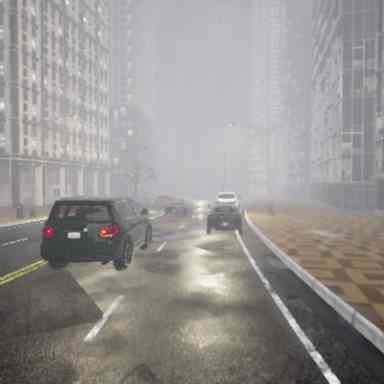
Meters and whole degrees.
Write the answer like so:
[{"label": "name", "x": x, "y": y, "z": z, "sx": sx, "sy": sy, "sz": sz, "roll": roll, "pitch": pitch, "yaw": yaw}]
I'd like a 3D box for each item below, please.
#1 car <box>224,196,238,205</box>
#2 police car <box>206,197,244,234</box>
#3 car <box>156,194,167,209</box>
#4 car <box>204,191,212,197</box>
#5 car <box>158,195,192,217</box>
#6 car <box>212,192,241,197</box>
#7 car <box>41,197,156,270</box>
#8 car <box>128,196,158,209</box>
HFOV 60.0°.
[{"label": "car", "x": 6.188, "y": 1.321, "z": 52.356, "sx": 1.895, "sy": 1.301, "sz": 4.718, "roll": 0, "pitch": 0, "yaw": 12}, {"label": "police car", "x": 1.808, "y": 1.326, "z": 18.640, "sx": 1.930, "sy": 1.638, "sz": 5.238, "roll": 0, "pitch": 0, "yaw": 5}, {"label": "car", "x": -3.281, "y": 1.121, "z": 38.100, "sx": 2.097, "sy": 1.767, "sz": 4.553, "roll": 0, "pitch": 0, "yaw": 10}, {"label": "car", "x": 4.083, "y": 0.656, "z": 78.120, "sx": 1.837, "sy": 1.490, "sz": 4.892, "roll": 0, "pitch": 0, "yaw": 7}, {"label": "car", "x": -1.144, "y": 1.324, "z": 29.104, "sx": 2.128, "sy": 1.511, "sz": 4.902, "roll": 0, "pitch": 0, "yaw": 7}, {"label": "car", "x": 3.658, "y": 1.046, "z": 34.053, "sx": 2.150, "sy": 2.045, "sz": 5.566, "roll": 0, "pitch": 0, "yaw": 9}, {"label": "car", "x": -2.797, "y": 1.155, "z": 10.950, "sx": 2.150, "sy": 2.045, "sz": 5.566, "roll": 0, "pitch": 0, "yaw": 3}, {"label": "car", "x": -6.010, "y": 1.282, "z": 41.501, "sx": 2.033, "sy": 1.411, "sz": 5.357, "roll": 0, "pitch": 0, "yaw": 10}]
